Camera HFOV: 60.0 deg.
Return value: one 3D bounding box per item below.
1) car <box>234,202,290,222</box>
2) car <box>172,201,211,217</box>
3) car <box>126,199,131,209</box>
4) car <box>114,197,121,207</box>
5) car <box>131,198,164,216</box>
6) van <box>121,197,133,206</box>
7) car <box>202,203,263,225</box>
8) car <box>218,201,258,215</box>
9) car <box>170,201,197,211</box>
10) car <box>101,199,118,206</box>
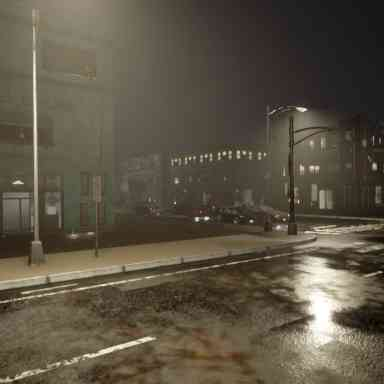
[{"bbox_3d":[5.523,1.764,27.626,2.033,1.411,5.357,-1,0,-36],"label":"car"},{"bbox_3d":[-0.289,1.896,35.767,1.994,1.385,4.181,-1,0,-37],"label":"car"},{"bbox_3d":[-6.388,1.998,44.367,2.033,1.411,5.357,-1,0,-35],"label":"car"},{"bbox_3d":[-14.067,1.939,65.094,2.192,1.841,5.009,-1,0,-35],"label":"car"},{"bbox_3d":[-4.836,1.846,37.687,1.967,1.590,4.097,-1,0,-35],"label":"car"},{"bbox_3d":[-10.856,1.906,60.585,1.690,1.788,3.998,-1,0,-35],"label":"van"},{"bbox_3d":[3.117,1.814,26.314,1.947,1.339,4.313,-2,0,-35],"label":"car"},{"bbox_3d":[5.202,1.809,38.041,2.008,1.369,4.403,-2,0,-35],"label":"car"},{"bbox_3d":[-1.218,1.965,47.059,1.802,1.307,4.206,-2,0,-35],"label":"car"},{"bbox_3d":[-17.272,2.227,69.603,1.887,1.381,4.507,-1,0,-35],"label":"car"}]
